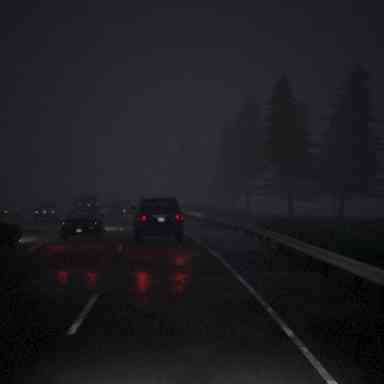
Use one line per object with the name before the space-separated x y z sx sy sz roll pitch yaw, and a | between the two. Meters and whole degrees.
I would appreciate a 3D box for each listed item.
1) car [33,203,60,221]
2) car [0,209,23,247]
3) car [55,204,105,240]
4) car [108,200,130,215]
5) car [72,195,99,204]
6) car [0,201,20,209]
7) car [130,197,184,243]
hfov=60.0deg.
car | -12.494 1.630 28.585 2.033 1.411 5.357 0 0 -20
car | -8.152 1.590 12.423 2.033 1.411 5.357 0 0 -9
car | -5.601 1.571 17.392 1.812 1.442 4.674 0 0 -11
car | -7.585 1.586 34.854 1.837 1.490 4.892 0 0 -23
car | -10.564 1.307 33.103 2.150 2.045 5.566 0 0 -23
car | -18.362 1.631 33.292 1.812 1.442 4.674 0 0 -26
car | -1.819 1.256 16.581 2.150 2.045 5.566 0 0 -11
